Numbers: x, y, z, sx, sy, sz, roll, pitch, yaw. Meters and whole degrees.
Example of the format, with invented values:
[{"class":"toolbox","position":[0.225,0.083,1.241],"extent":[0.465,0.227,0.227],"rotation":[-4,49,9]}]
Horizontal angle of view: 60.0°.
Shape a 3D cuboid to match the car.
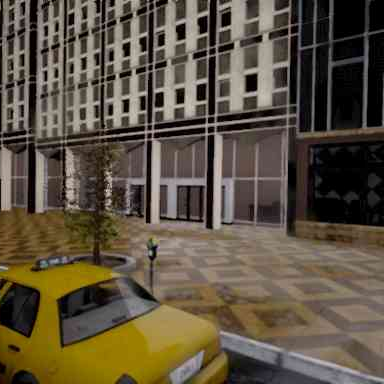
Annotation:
[{"class":"car","position":[-1.919,1.478,4.240],"extent":[4.829,1.417,1.752],"rotation":[1,1,36]}]
